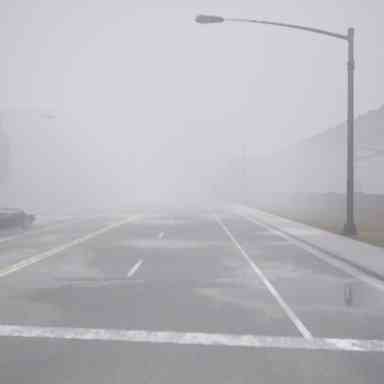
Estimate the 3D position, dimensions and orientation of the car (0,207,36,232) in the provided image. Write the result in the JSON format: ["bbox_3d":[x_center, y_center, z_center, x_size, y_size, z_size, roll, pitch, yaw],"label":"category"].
[{"bbox_3d":[-10.380,1.521,17.798,1.895,1.301,4.718,0,0,1],"label":"car"}]
